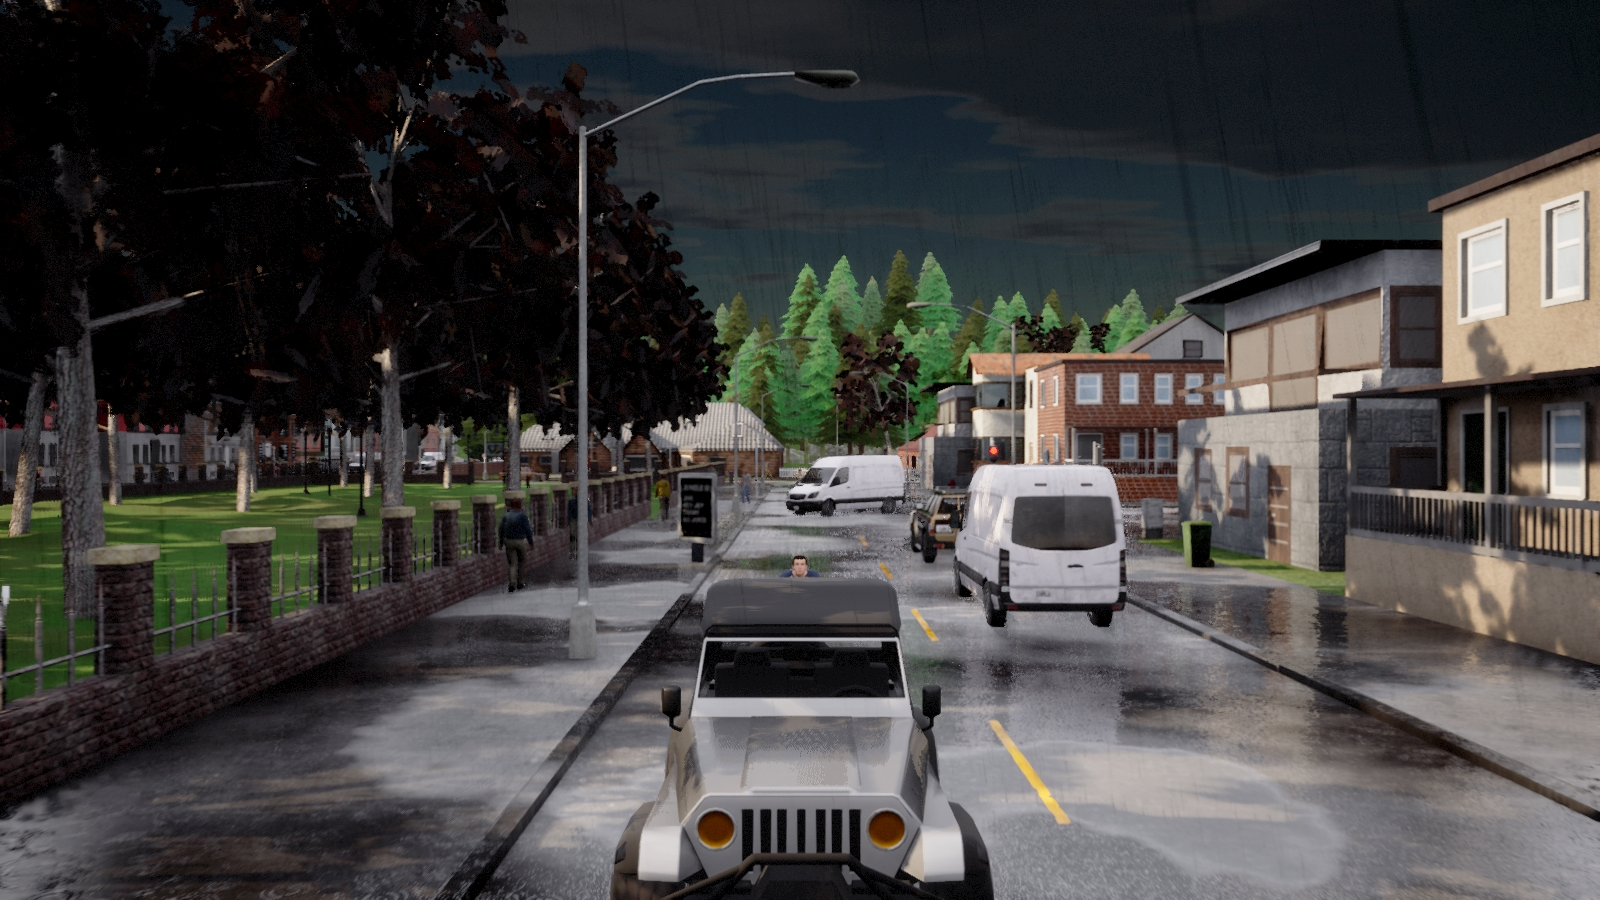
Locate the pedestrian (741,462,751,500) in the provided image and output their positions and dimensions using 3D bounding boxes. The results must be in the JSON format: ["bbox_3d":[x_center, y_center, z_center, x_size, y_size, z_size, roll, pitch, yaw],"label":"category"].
[{"bbox_3d":[-2.680,1.525,56.755,0.375,1.860,0.375,0,0,23],"label":"pedestrian"}]

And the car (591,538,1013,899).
[{"bbox_3d":[0.013,1.638,7.100,1.905,1.878,3.866,0,0,0],"label":"car"}]

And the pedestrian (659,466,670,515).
[{"bbox_3d":[-5.146,1.525,43.336,0.375,1.860,0.375,0,0,3],"label":"pedestrian"}]

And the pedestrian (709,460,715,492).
[{"bbox_3d":[-5.210,1.526,67.576,0.375,1.860,0.375,0,0,-3],"label":"pedestrian"}]

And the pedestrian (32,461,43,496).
[{"bbox_3d":[-40.491,1.526,60.674,0.375,1.860,0.375,0,0,0],"label":"pedestrian"}]

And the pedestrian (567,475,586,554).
[{"bbox_3d":[-5.328,1.525,27.279,0.375,1.860,0.375,0,0,2],"label":"pedestrian"}]

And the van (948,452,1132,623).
[{"bbox_3d":[3.974,1.314,20.049,1.988,2.561,5.915,0,0,0],"label":"van"}]

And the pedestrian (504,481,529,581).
[{"bbox_3d":[-5.369,1.525,21.633,0.375,1.860,0.375,0,0,0],"label":"pedestrian"}]

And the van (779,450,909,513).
[{"bbox_3d":[1.976,1.314,49.629,5.915,2.561,1.988,0,-1,-43],"label":"van"}]

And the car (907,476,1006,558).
[{"bbox_3d":[3.945,1.644,29.582,1.932,1.855,4.605,0,0,0],"label":"car"}]
